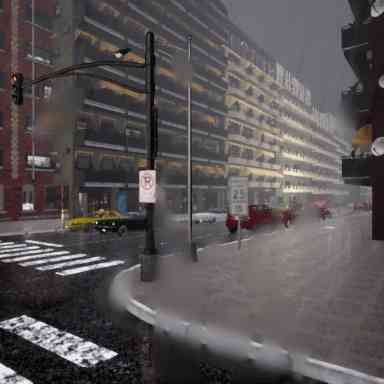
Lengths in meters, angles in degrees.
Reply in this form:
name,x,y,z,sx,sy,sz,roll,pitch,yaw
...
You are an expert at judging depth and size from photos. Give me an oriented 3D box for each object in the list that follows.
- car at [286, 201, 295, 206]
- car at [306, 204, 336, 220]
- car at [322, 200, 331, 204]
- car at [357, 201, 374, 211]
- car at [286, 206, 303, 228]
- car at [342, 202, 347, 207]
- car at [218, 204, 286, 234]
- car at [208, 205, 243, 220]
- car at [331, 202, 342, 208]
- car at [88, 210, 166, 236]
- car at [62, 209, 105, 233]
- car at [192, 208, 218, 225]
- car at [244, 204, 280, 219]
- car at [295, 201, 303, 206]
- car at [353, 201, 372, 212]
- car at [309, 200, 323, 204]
name,x,y,z,sx,sy,sz,roll,pitch,yaw
car,13.344,2.446,49.775,1.752,1.417,4.829,-1,-2,35
car,13.820,2.284,35.897,1.802,1.307,4.206,-1,-2,35
car,26.433,2.640,68.479,2.192,1.841,5.009,-1,-2,35
car,33.306,2.621,63.742,2.192,1.841,5.009,-1,-2,35
car,7.324,2.043,26.619,1.887,1.381,4.507,-1,-2,35
car,39.428,3.282,87.033,1.947,1.339,4.313,-1,-2,35
car,4.074,1.711,21.986,2.192,1.841,5.009,-1,-2,35
car,3.699,2.164,35.995,1.887,1.381,4.507,-1,-2,35
car,32.931,3.067,77.753,1.887,1.381,4.507,-1,-2,35
car,-3.765,1.911,20.794,1.895,1.301,4.718,0,-1,35
car,-6.143,1.834,21.937,1.752,1.417,4.829,-1,-2,35
car,1.981,2.093,29.001,1.895,1.301,4.718,0,-1,35
car,7.954,2.171,37.513,2.128,1.511,4.902,0,-1,35
car,16.689,2.340,54.560,2.192,1.841,5.009,-1,-2,35
car,30.057,2.522,59.101,2.192,1.841,5.009,-1,-2,35
car,23.187,2.771,63.834,1.887,1.381,4.507,-1,-2,35
